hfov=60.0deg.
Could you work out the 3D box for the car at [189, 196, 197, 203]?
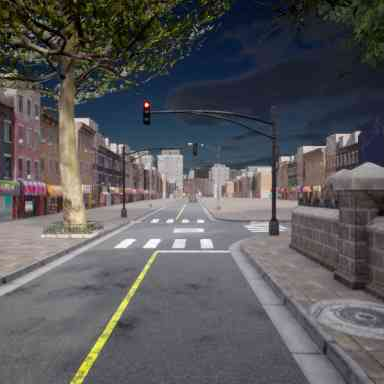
[{"bbox_3d":[0.224,1.664,73.596,2.128,1.511,4.902,0,0,0],"label":"car"}]
